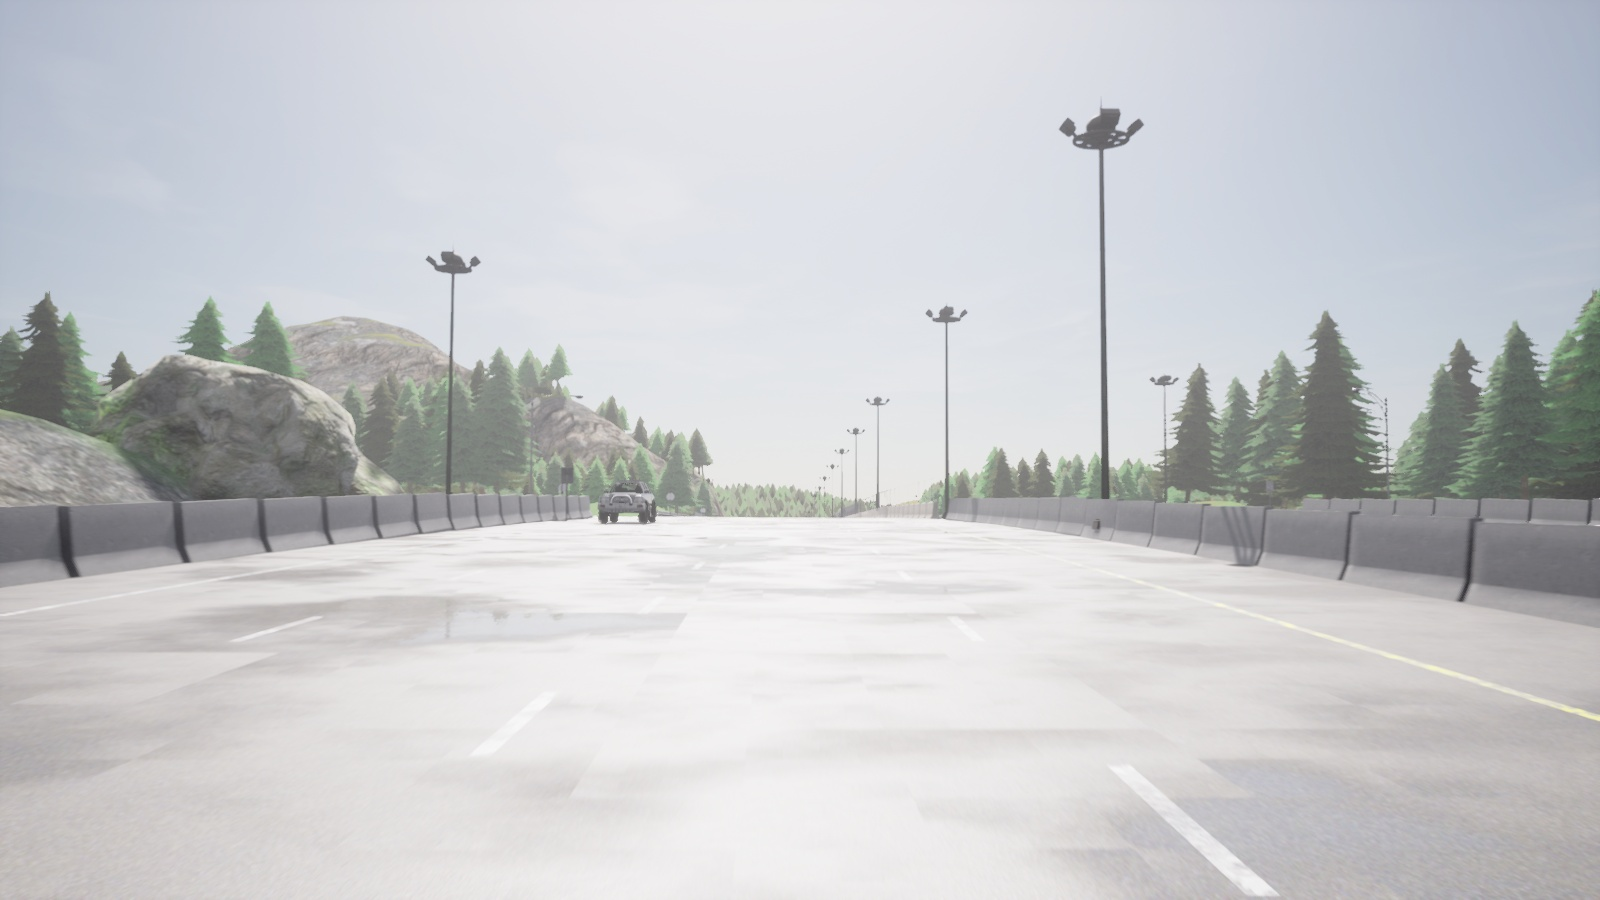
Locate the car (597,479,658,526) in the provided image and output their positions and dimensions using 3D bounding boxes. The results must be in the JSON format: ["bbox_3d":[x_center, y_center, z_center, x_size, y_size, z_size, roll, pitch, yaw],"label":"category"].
[{"bbox_3d":[-7.127,2.183,52.311,1.932,1.855,4.605,0,-2,0],"label":"car"}]
